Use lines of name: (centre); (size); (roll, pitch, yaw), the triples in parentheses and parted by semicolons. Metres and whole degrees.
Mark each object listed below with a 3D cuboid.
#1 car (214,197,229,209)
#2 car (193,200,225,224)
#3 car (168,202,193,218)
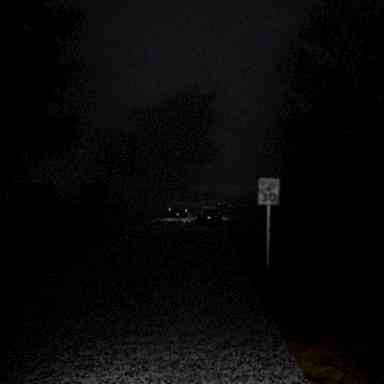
car: (3.694, 1.338, 42.715); (2.033, 1.411, 5.357); (1, 2, 10)
car: (1.394, 1.598, 25.415); (1.812, 1.442, 4.674); (0, 0, 5)
car: (-0.958, 1.598, 30.954); (1.895, 1.301, 4.718); (2, 1, 7)
